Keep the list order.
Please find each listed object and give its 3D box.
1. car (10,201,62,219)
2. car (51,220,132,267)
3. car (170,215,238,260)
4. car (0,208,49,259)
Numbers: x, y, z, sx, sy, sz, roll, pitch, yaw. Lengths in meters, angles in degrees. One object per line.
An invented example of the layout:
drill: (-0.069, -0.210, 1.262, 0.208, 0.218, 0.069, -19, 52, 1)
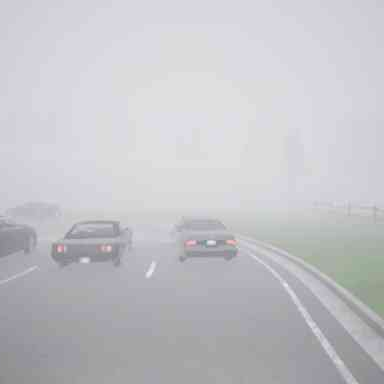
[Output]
car: (-13.164, 1.509, 27.592, 4.892, 1.490, 1.837, 0, -1, 20)
car: (-3.159, 1.613, 11.465, 1.895, 1.301, 4.718, 0, 0, -5)
car: (0.248, 1.577, 12.507, 2.033, 1.411, 5.357, 0, 0, -7)
car: (-6.662, 1.488, 10.670, 2.128, 1.511, 4.902, 0, 0, -4)
